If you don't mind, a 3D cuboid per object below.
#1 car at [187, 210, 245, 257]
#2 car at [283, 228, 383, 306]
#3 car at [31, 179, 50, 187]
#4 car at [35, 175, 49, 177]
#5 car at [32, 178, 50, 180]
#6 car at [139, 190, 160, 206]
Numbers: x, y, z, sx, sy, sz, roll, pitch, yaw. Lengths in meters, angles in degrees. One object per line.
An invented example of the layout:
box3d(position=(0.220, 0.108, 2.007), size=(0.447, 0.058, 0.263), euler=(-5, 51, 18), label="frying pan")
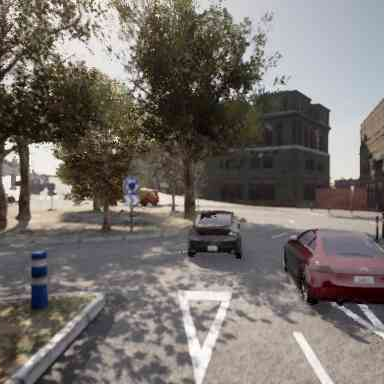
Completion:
box3d(position=(0.991, 1.469, 12.792), size=(1.837, 1.490, 4.892), euler=(0, 1, 8), label="car")
box3d(position=(3.415, 1.562, 8.054), size=(1.994, 1.385, 4.181), euler=(0, 0, 8), label="car")
box3d(position=(-35.074, -1.590, 73.955), size=(4.792, 1.488, 2.163), euler=(-3, 6, -39), label="car")
box3d(position=(-39.150, -2.704, 84.993), size=(4.553, 1.767, 2.185), euler=(-3, 6, -41), label="car")
box3d(position=(-36.023, -1.862, 76.753), size=(4.892, 1.521, 2.231), euler=(-3, 6, -39), label="car")
box3d(position=(-6.706, 0.787, 43.711), size=(5.566, 2.045, 2.150), euler=(1, 1, 37), label="car")
